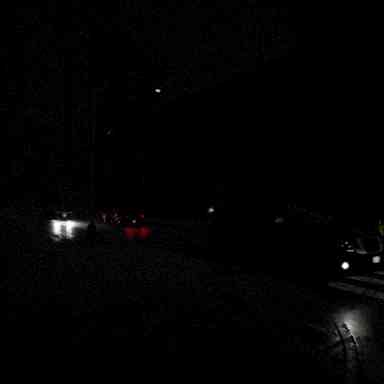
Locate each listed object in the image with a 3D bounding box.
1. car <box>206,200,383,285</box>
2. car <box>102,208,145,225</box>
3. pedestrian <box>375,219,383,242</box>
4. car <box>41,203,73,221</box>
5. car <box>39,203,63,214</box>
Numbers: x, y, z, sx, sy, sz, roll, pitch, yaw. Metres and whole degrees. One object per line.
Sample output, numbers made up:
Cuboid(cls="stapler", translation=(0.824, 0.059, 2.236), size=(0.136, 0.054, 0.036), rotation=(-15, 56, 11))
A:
Cuboid(cls="car", translation=(2.720, 1.257, 10.043), size=(2.150, 2.045, 5.566), rotation=(1, -1, -35))
Cuboid(cls="car", translation=(-5.639, 1.932, 26.907), size=(1.895, 1.301, 4.718), rotation=(1, -2, -35))
Cuboid(cls="pedestrian", translation=(7.544, 1.668, 13.357), size=(0.500, 1.100, 0.500), rotation=(1, 0, -35))
Cuboid(cls="car", translation=(-12.946, 1.903, 32.140), size=(2.128, 1.511, 4.902), rotation=(1, -2, -35))
Cuboid(cls="car", translation=(-20.028, 2.301, 47.191), size=(2.033, 1.411, 5.357), rotation=(1, -2, -35))
